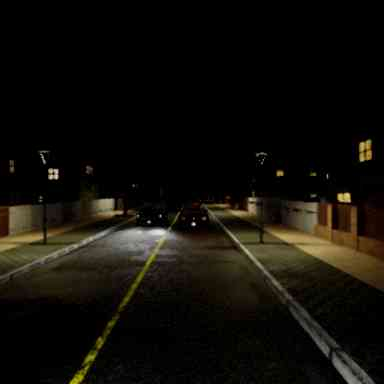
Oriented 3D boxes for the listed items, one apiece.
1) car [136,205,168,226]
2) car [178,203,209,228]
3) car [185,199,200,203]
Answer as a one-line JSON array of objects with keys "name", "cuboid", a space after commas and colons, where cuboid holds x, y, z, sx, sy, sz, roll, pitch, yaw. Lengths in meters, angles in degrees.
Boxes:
[{"name": "car", "cuboid": [-2.747, 1.624, 23.541, 1.895, 1.301, 4.718, 0, 0, 0]}, {"name": "car", "cuboid": [0.102, 1.622, 22.106, 1.895, 1.301, 4.718, 0, 0, 0]}, {"name": "car", "cuboid": [0.106, 1.587, 41.214, 1.812, 1.442, 4.674, 0, 0, 0]}]
